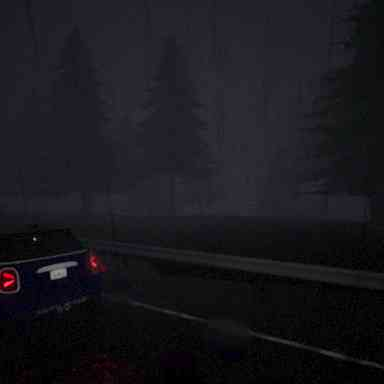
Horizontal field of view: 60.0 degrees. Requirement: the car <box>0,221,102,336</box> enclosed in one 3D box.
[{"bbox_3d":[-3.973,1.415,6.825,4.553,1.767,2.097,-1,0,35],"label":"car"}]
